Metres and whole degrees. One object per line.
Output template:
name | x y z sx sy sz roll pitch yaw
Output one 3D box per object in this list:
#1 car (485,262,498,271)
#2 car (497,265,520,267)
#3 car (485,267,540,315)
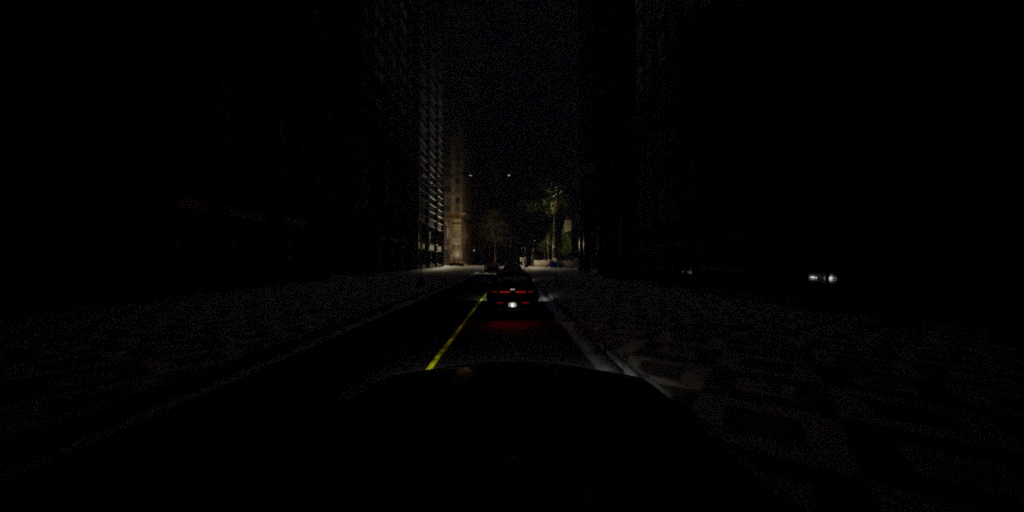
car | -3.070 1.758 55.610 1.882 1.535 5.008 0 -1 0
car | 0.042 1.519 29.290 1.837 1.490 4.892 0 0 1
car | 0.042 1.373 14.273 1.837 1.490 4.892 0 0 1
